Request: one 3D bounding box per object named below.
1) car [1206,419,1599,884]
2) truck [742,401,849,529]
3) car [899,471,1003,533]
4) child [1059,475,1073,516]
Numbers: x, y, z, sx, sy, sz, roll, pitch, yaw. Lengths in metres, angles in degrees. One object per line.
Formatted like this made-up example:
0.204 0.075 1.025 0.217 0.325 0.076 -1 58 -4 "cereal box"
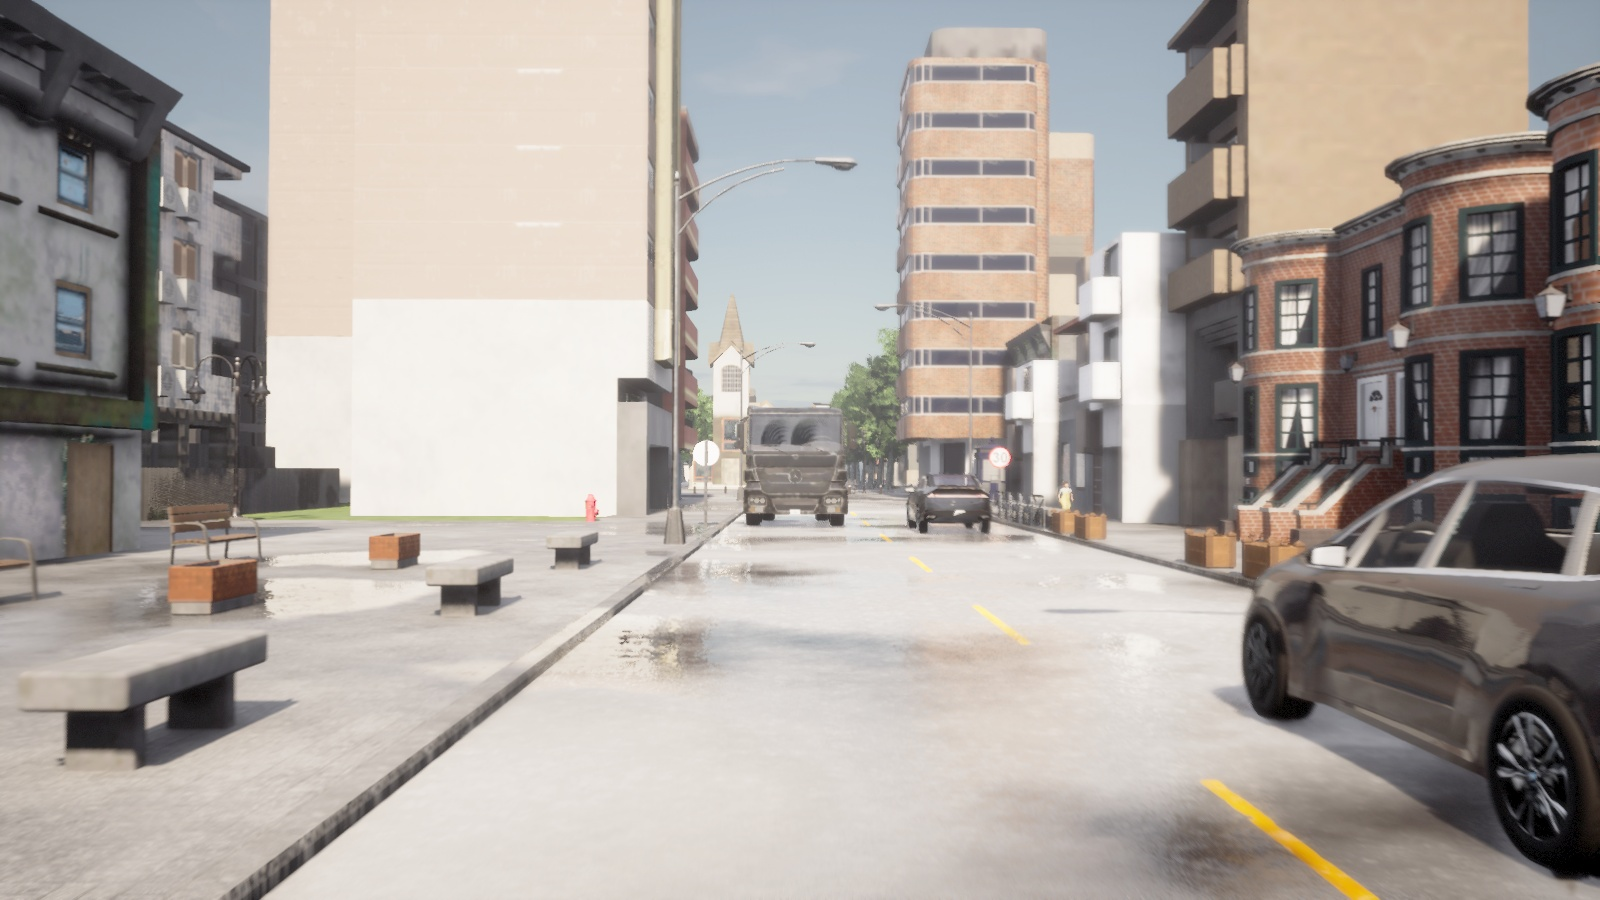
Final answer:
3.984 0.752 6.522 2.242 1.667 4.611 0 -1 0 "car"
-0.132 0.470 38.010 2.891 3.462 7.936 0 -1 0 "truck"
3.892 1.312 33.228 2.128 1.511 4.902 0 -1 0 "car"
8.269 1.426 39.093 0.270 1.263 0.437 0 -1 -11 "child"
